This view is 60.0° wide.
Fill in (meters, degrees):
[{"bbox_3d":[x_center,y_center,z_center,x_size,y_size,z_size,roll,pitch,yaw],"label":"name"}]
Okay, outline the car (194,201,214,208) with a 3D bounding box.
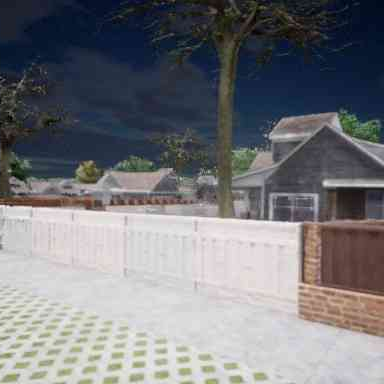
[{"bbox_3d":[1.627,2.119,48.307,2.128,1.511,4.902,1,-1,37],"label":"car"}]
